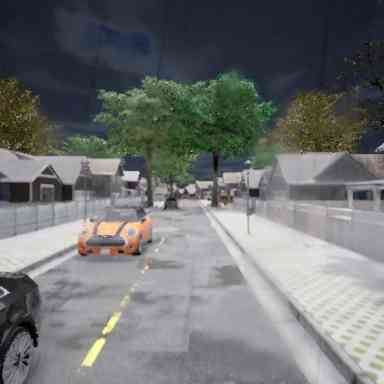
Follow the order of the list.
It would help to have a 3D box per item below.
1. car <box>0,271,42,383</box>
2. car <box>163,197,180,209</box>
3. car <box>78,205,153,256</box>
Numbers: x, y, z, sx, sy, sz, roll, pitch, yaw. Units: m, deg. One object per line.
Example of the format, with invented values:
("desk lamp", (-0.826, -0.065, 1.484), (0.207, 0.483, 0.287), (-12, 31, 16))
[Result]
("car", (-2.841, 1.491, 2.351), (2.128, 1.511, 4.902), (0, 0, 0))
("car", (-2.704, 1.502, 44.192), (1.837, 1.490, 4.892), (0, -1, 0))
("car", (-2.795, 1.343, 13.017), (2.097, 1.767, 4.553), (0, 0, 0))
